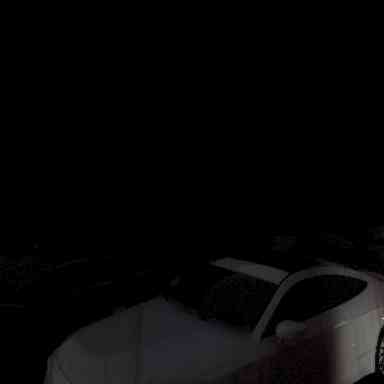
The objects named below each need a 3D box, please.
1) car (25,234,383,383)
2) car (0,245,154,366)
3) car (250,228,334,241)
[{"bbox_3d":[0.785,1.526,3.938,4.674,1.442,1.812,0,0,-35],"label":"car"},{"bbox_3d":[-2.032,1.566,5.087,4.313,1.339,1.947,0,0,-35],"label":"car"},{"bbox_3d":[2.448,1.582,8.280,4.206,1.307,1.802,0,0,-35],"label":"car"}]
